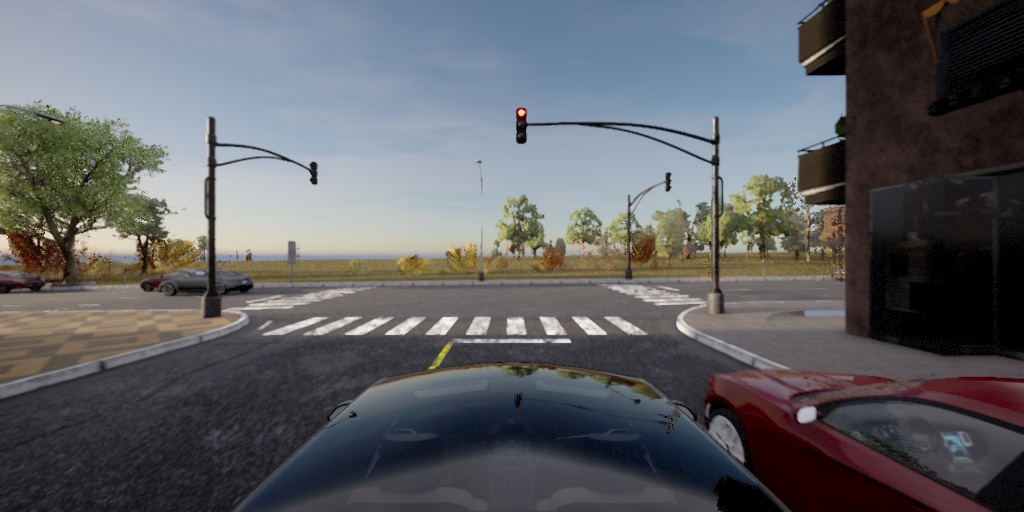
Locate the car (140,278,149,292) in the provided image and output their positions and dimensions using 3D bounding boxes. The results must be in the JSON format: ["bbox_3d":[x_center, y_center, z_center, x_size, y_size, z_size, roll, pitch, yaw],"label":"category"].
[{"bbox_3d":[-20.630,1.485,22.438,4.207,1.307,1.802,0,0,-1],"label":"car"}]

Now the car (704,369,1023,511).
[{"bbox_3d":[2.697,1.295,1.684,1.888,1.381,4.507,0,0,0],"label":"car"}]

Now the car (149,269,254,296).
[{"bbox_3d":[-16.781,1.424,19.787,4.181,1.385,1.994,-1,0,-1],"label":"car"}]

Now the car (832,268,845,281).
[{"bbox_3d":[22.876,0.967,22.803,4.207,1.307,1.802,0,0,-1],"label":"car"}]

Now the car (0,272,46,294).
[{"bbox_3d":[-31.712,1.619,22.276,4.207,1.307,1.802,0,0,-1],"label":"car"}]
